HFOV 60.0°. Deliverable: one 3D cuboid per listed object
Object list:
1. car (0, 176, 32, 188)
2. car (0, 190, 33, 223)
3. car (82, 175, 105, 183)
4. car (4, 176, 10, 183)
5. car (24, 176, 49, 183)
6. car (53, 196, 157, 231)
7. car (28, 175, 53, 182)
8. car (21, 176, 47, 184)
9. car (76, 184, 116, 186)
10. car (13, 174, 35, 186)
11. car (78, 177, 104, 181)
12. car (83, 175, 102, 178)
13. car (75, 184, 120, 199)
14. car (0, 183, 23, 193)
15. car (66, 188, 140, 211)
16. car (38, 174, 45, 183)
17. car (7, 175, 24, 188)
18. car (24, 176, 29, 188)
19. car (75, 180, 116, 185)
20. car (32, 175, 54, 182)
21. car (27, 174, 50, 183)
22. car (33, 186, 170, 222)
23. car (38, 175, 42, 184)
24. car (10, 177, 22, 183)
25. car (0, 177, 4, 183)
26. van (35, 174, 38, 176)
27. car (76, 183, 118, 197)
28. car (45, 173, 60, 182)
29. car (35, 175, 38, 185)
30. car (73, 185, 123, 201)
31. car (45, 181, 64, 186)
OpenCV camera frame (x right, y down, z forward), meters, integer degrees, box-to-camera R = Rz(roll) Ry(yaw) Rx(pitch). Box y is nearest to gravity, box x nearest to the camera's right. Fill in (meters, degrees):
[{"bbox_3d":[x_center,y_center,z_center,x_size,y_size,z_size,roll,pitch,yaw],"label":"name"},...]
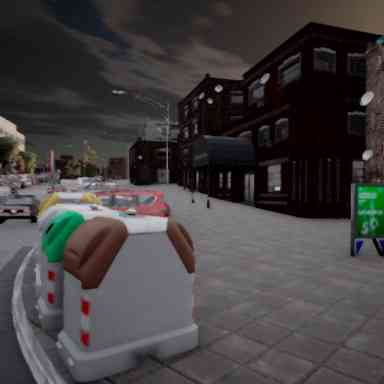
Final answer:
[{"bbox_3d":[-28.479,-1.642,53.671,4.553,1.767,2.185,1,3,-17],"label":"car"},{"bbox_3d":[-9.996,0.901,19.691,2.033,1.411,5.357,1,3,-17],"label":"car"},{"bbox_3d":[-25.772,-3.454,86.880,5.566,2.045,2.435,1,3,-17],"label":"car"},{"bbox_3d":[-23.594,-0.640,37.537,4.553,1.767,2.185,1,3,-17],"label":"car"},{"bbox_3d":[-35.050,-2.842,74.999,4.892,1.521,2.231,1,3,-17],"label":"car"},{"bbox_3d":[-4.571,1.074,17.686,5.008,1.535,2.097,1,3,-17],"label":"car"},{"bbox_3d":[-37.687,-3.347,82.940,5.366,1.575,1.946,1,3,-17],"label":"car"},{"bbox_3d":[-34.244,-2.677,72.329,4.892,1.521,2.231,1,3,-17],"label":"car"},{"bbox_3d":[-8.018,0.404,28.924,4.892,1.521,2.231,1,3,-17],"label":"car"},{"bbox_3d":[-27.713,-1.602,50.980,5.566,2.045,2.435,1,3,-17],"label":"car"},{"bbox_3d":[-12.352,-0.596,42.927,4.553,1.767,2.185,1,3,-17],"label":"car"},{"bbox_3d":[-13.115,-0.887,45.622,5.566,2.045,2.435,1,3,-17],"label":"car"},{"bbox_3d":[-10.572,-0.074,37.217,4.674,1.452,2.002,1,3,-17],"label":"car"},{"bbox_3d":[-15.837,0.274,27.877,1.812,1.442,4.674,1,3,-17],"label":"car"},{"bbox_3d":[-6.950,0.584,26.054,5.366,1.575,1.946,1,3,-17],"label":"car"},{"bbox_3d":[-32.561,-2.339,66.881,5.008,1.535,2.097,1,3,-17],"label":"car"},{"bbox_3d":[-26.085,-1.145,45.655,4.553,1.767,2.185,1,3,-17],"label":"car"},{"bbox_3d":[-26.905,-1.156,48.330,4.792,1.488,2.163,1,3,-17],"label":"car"},{"bbox_3d":[-8.814,0.110,31.609,4.553,1.767,2.185,1,3,-17],"label":"car"},{"bbox_3d":[-38.356,-3.478,85.654,4.792,1.488,2.163,1,3,-17],"label":"car"},{"bbox_3d":[-35.839,-3.134,77.664,4.553,1.767,2.185,1,3,-17],"label":"car"},{"bbox_3d":[-3.733,0.950,14.853,5.566,2.045,2.435,1,2,-17],"label":"car"},{"bbox_3d":[-30.965,-1.974,61.670,4.674,1.452,2.002,1,3,-17],"label":"car"},{"bbox_3d":[-25.212,-0.823,43.013,4.792,1.488,2.163,1,3,-17],"label":"car"},{"bbox_3d":[-21.934,-0.440,32.335,5.566,2.045,2.435,1,3,-17],"label":"car"},{"bbox_3d":[-30.253,-2.075,58.955,4.442,1.987,1.878,1,3,-17],"label":"van"},{"bbox_3d":[-11.469,-0.255,40.140,4.674,1.452,2.002,1,3,-17],"label":"car"},{"bbox_3d":[-27.614,-2.382,66.601,2.097,1.767,4.553,1,3,-17],"label":"car"},{"bbox_3d":[-29.358,-1.653,56.326,4.792,1.488,2.163,1,3,-17],"label":"car"},{"bbox_3d":[-9.681,0.091,34.421,4.792,1.488,2.163,1,3,-17],"label":"car"},{"bbox_3d":[-16.125,-0.289,39.708,1.895,1.301,4.718,1,3,-17],"label":"car"}]
